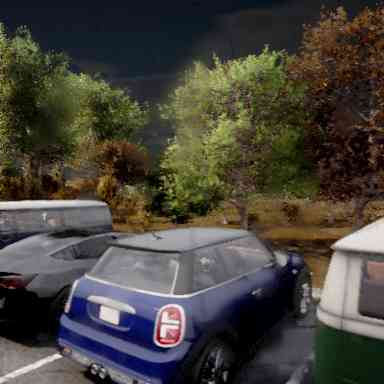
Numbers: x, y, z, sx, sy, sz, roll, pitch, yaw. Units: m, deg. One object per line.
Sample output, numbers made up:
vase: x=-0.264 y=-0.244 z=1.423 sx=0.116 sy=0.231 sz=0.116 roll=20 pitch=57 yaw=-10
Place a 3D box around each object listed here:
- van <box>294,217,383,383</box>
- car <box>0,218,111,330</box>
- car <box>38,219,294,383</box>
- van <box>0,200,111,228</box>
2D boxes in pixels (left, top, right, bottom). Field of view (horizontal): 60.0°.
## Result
van: x=2.829 y=1.255 z=3.721 sx=1.878 sy=1.987 sz=4.442 roll=0 pitch=0 yaw=36
car: x=-1.817 y=1.486 z=6.930 sx=2.163 sy=1.488 sz=4.792 roll=0 pitch=0 yaw=35
car: x=0.343 y=1.343 z=5.311 sx=2.185 sy=1.767 sz=4.553 roll=0 pitch=0 yaw=36
van: x=-4.204 y=1.218 z=8.449 sx=1.878 sy=1.987 sz=4.442 roll=0 pitch=0 yaw=36
